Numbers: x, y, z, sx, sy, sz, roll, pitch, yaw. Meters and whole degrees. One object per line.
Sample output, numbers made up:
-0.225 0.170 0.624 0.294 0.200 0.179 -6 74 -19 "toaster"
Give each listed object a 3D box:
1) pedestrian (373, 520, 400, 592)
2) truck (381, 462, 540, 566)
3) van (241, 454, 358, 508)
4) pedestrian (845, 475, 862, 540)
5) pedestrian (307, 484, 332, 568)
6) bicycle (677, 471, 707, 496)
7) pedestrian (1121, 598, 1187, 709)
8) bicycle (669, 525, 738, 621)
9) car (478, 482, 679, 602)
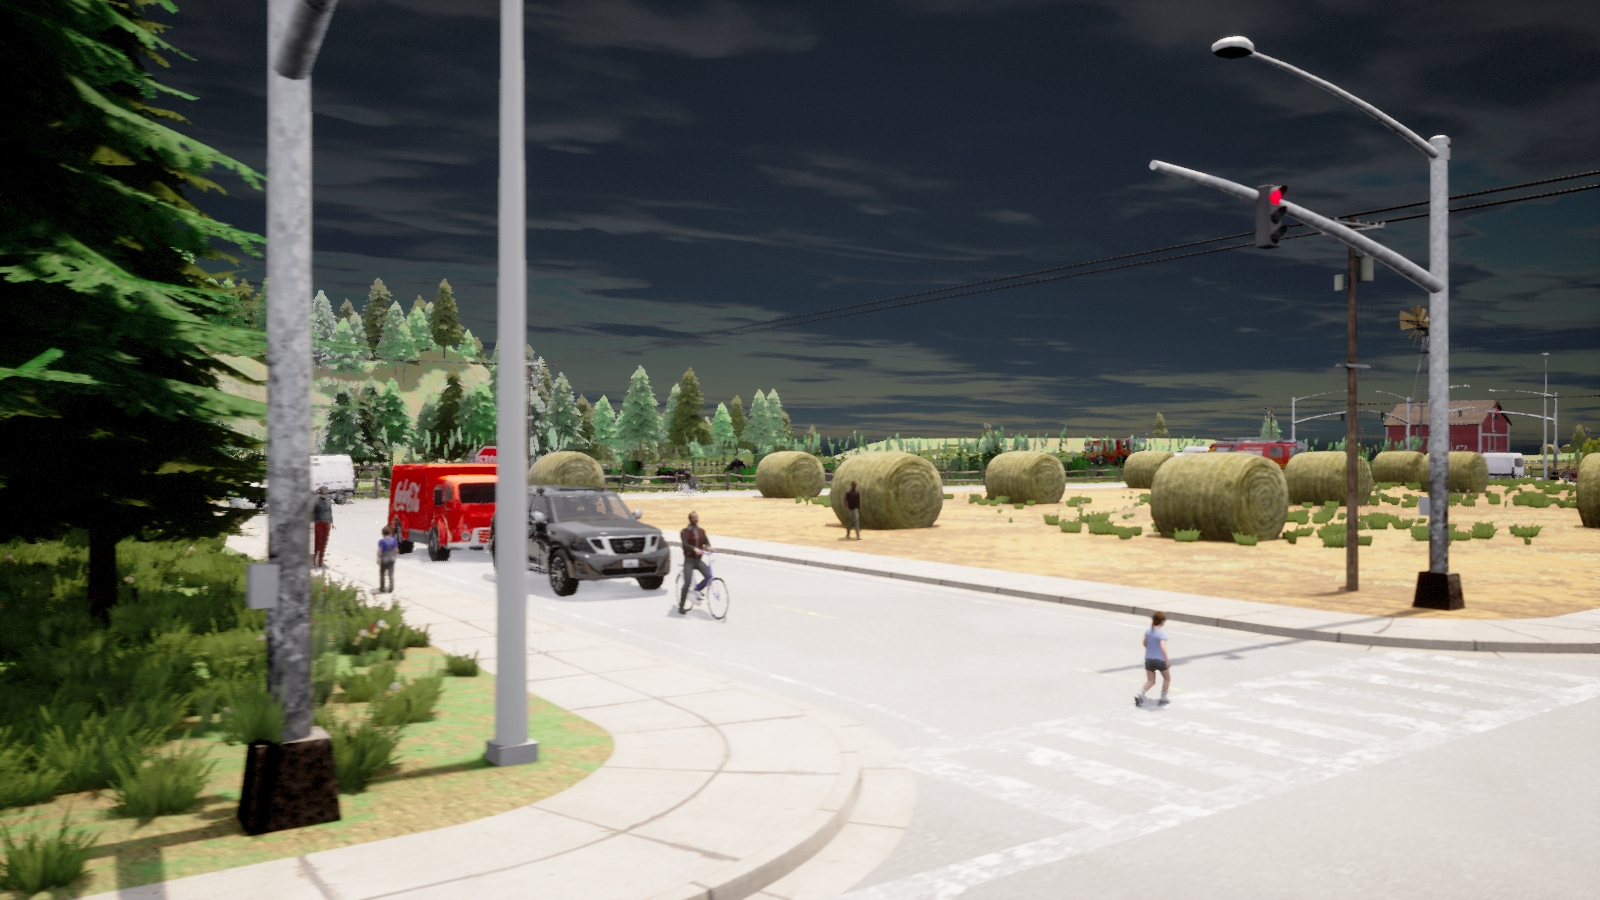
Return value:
-7.752 1.974 21.435 0.375 1.300 0.375 0 0 -38 "pedestrian"
-9.189 1.569 30.577 2.627 2.467 5.204 0 0 -34 "truck"
-25.085 1.516 57.591 1.988 2.561 5.915 -1 0 17 "van"
1.579 1.681 33.490 0.375 1.860 0.375 0 0 -20 "pedestrian"
-10.829 1.695 25.761 0.375 1.860 0.375 0 0 39 "pedestrian"
-6.467 2.024 68.661 1.835 1.471 0.329 0 0 -31 "bicycle"
3.900 2.225 12.590 0.500 1.100 0.500 0 0 -34 "pedestrian"
-1.666 2.060 19.463 0.329 1.471 1.835 0 0 -34 "bicycle"
-4.805 1.779 24.036 2.150 2.045 5.566 0 0 -34 "car"
